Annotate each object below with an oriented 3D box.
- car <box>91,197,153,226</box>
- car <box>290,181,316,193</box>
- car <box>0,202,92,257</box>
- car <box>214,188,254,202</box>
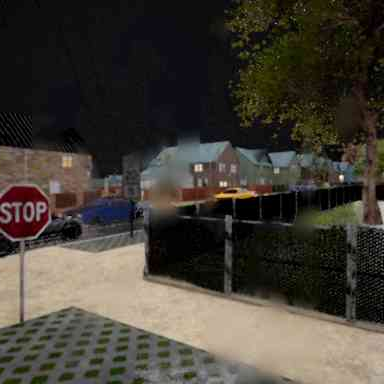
[{"bbox_3d":[-4.555,0.969,18.509,2.033,1.411,5.357,0,2,36],"label":"car"},{"bbox_3d":[15.371,-0.542,45.802,2.150,2.045,5.566,0,2,36],"label":"car"},{"bbox_3d":[-5.870,1.207,11.653,1.994,1.385,4.181,-1,2,26],"label":"car"},{"bbox_3d":[3.847,0.388,30.083,1.882,1.535,5.008,0,2,36],"label":"car"}]
